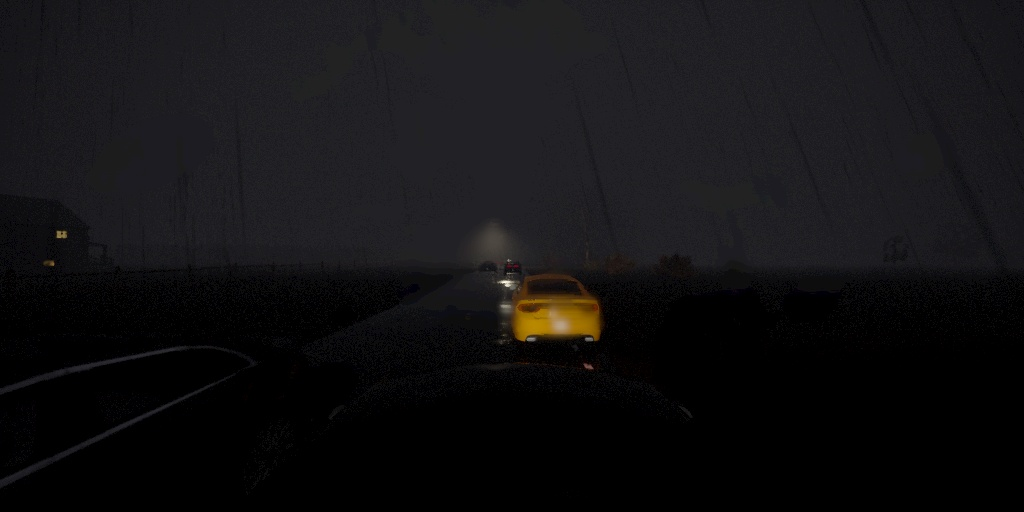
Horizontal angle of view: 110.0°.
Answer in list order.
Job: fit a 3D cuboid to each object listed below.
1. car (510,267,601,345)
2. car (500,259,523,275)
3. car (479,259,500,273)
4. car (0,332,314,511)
[{"bbox_3d":[0.966,1.227,9.533,1.882,1.535,5.008,0,0,0],"label":"car"},{"bbox_3d":[0.098,1.236,39.195,2.128,1.511,4.902,0,0,0],"label":"car"},{"bbox_3d":[-2.835,1.308,43.234,1.994,1.385,4.181,0,0,0],"label":"car"},{"bbox_3d":[-2.850,1.241,1.520,2.128,1.511,4.902,0,0,0],"label":"car"}]
